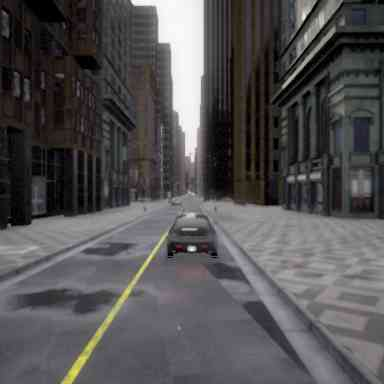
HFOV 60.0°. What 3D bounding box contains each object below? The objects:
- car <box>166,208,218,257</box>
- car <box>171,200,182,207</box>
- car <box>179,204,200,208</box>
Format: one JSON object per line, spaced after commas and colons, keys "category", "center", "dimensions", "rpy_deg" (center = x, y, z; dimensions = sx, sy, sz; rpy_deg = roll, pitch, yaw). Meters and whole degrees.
{"category": "car", "center": [0.015, 1.643, 13.506], "dimensions": [1.837, 1.490, 4.892], "rpy_deg": [0, 0, 0]}
{"category": "car", "center": [-3.048, 2.236, 65.305], "dimensions": [1.994, 1.385, 4.181], "rpy_deg": [0, -1, 0]}
{"category": "car", "center": [0.005, 1.886, 28.242], "dimensions": [1.895, 1.301, 4.718], "rpy_deg": [0, -1, 0]}
